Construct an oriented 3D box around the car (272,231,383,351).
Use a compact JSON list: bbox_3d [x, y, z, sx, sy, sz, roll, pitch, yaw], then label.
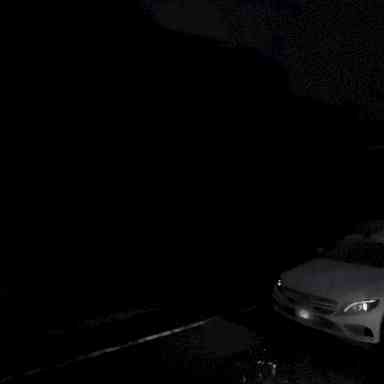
[{"bbox_3d":[3.540,1.521,6.268,4.674,1.442,1.812,0,0,-36],"label":"car"}]
